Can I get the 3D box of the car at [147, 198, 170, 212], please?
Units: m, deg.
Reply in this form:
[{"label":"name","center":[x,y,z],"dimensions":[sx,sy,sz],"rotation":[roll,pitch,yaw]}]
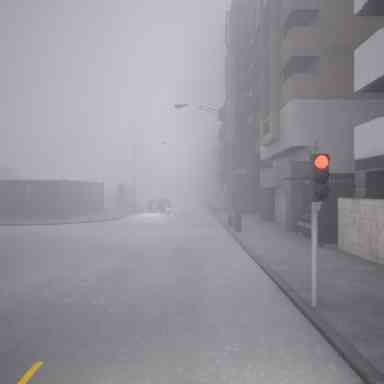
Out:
[{"label":"car","center":[-4.127,1.491,39.308],"dimensions":[2.128,1.511,4.902],"rotation":[0,0,0]}]
